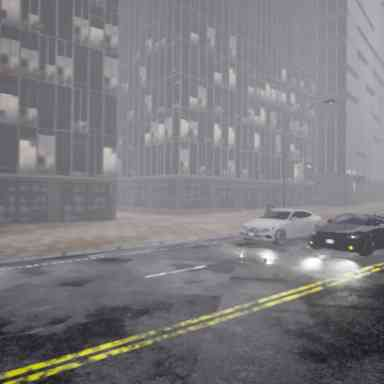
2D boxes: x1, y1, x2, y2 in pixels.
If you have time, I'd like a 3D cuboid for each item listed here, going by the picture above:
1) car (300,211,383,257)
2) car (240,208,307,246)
[{"bbox_3d":[6.301,1.501,12.712,4.181,1.385,1.994,0,0,-39],"label":"car"},{"bbox_3d":[4.263,1.463,15.228,4.674,1.442,1.812,0,0,-39],"label":"car"}]
